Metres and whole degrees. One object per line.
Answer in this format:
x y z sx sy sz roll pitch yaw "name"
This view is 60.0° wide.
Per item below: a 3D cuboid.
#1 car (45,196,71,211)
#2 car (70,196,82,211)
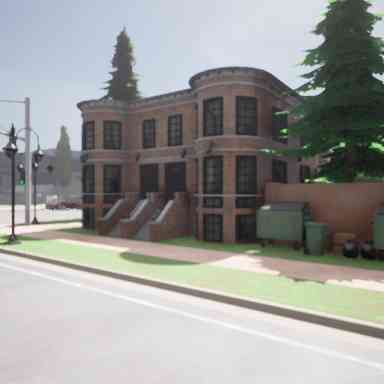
-15.106 1.254 39.631 2.097 1.767 4.553 0 0 32 "car"
-11.358 1.416 38.975 1.837 1.490 4.892 0 0 32 "car"
